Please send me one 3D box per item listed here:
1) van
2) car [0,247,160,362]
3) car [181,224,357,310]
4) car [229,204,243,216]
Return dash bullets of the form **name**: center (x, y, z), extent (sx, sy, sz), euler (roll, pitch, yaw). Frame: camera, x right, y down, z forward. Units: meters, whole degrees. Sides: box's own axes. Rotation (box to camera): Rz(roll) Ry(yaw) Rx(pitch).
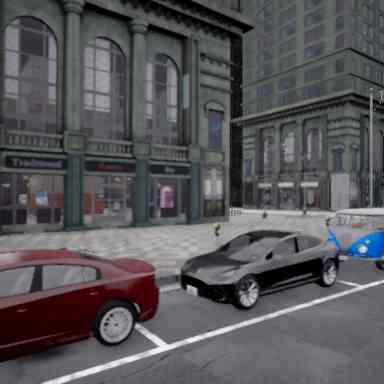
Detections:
- **van**: center (6.188, 1.429, 11.063), extent (3.998, 1.788, 1.690), euler (1, 0, -35)
- **car**: center (-2.627, 1.549, 4.776), extent (4.507, 1.381, 1.887), euler (1, 0, -35)
- **car**: center (1.780, 1.612, 7.919), extent (4.313, 1.339, 1.947), euler (1, 0, -35)
- **car**: center (4.522, 2.299, 43.072), extent (1.812, 1.442, 4.674), euler (0, -1, -35)
